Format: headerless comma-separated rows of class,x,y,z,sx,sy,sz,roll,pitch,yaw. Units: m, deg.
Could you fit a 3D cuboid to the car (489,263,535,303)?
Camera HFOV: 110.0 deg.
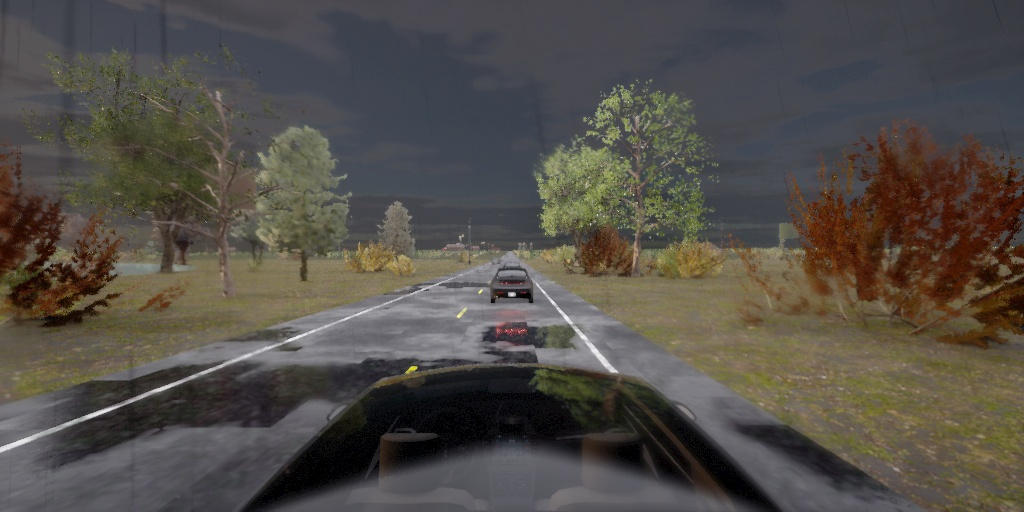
car,0.000,1.259,16.500,1.837,1.490,4.892,0,0,0

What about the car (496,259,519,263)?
car,0.000,1.225,31.500,2.128,1.511,4.902,0,0,0
